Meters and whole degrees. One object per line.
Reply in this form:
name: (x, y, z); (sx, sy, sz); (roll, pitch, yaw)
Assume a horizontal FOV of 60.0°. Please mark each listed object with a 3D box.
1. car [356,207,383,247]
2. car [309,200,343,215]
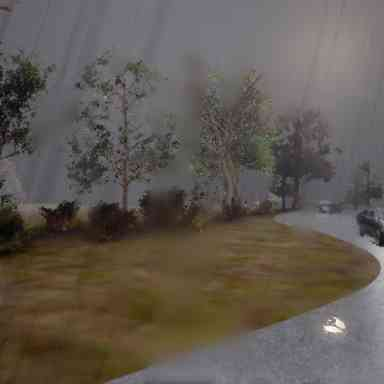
car: (8.722, 1.448, 14.746); (2.128, 1.511, 4.902); (0, 0, 13)
car: (13.039, 1.482, 32.332); (1.994, 1.385, 4.181); (0, 0, 43)
